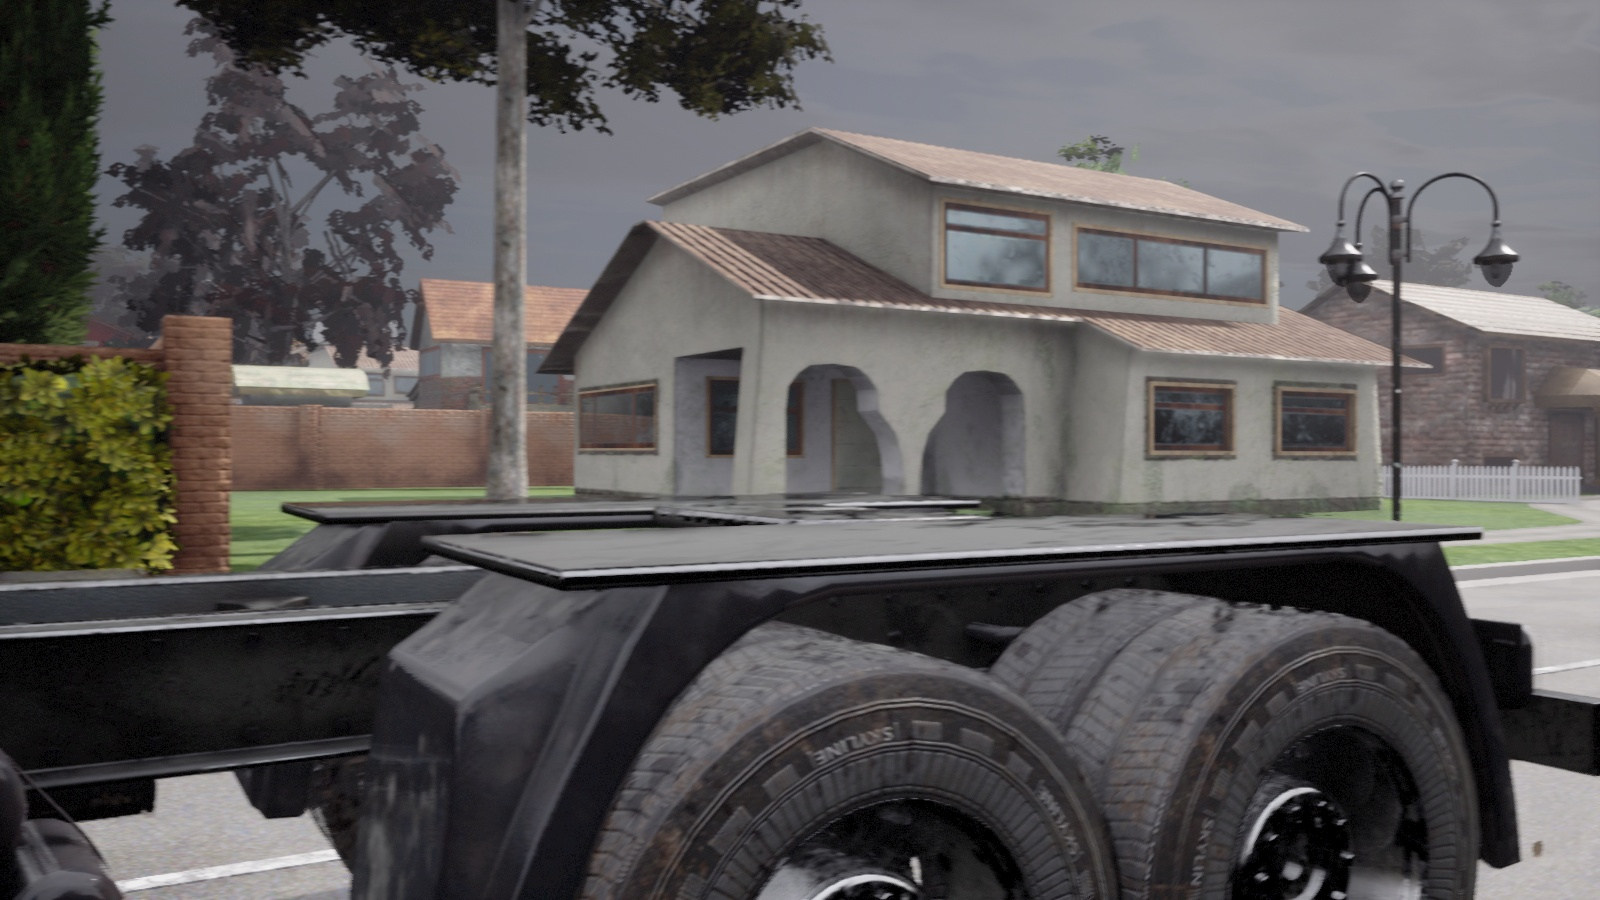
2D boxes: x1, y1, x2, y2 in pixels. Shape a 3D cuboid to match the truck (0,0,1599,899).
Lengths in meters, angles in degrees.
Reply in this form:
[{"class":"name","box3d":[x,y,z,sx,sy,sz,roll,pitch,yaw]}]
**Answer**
[{"class":"truck","box3d":[-1.975,-0.229,2.442,7.936,3.462,2.891,0,0,-31]}]
